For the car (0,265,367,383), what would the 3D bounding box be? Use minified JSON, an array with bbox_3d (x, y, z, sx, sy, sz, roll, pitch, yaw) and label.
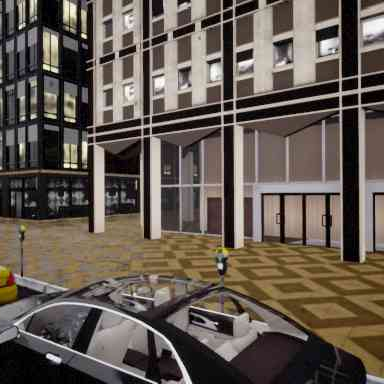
[{"bbox_3d":[-0.650,1.551,3.346,4.403,1.369,2.008,0,0,36],"label":"car"}]
